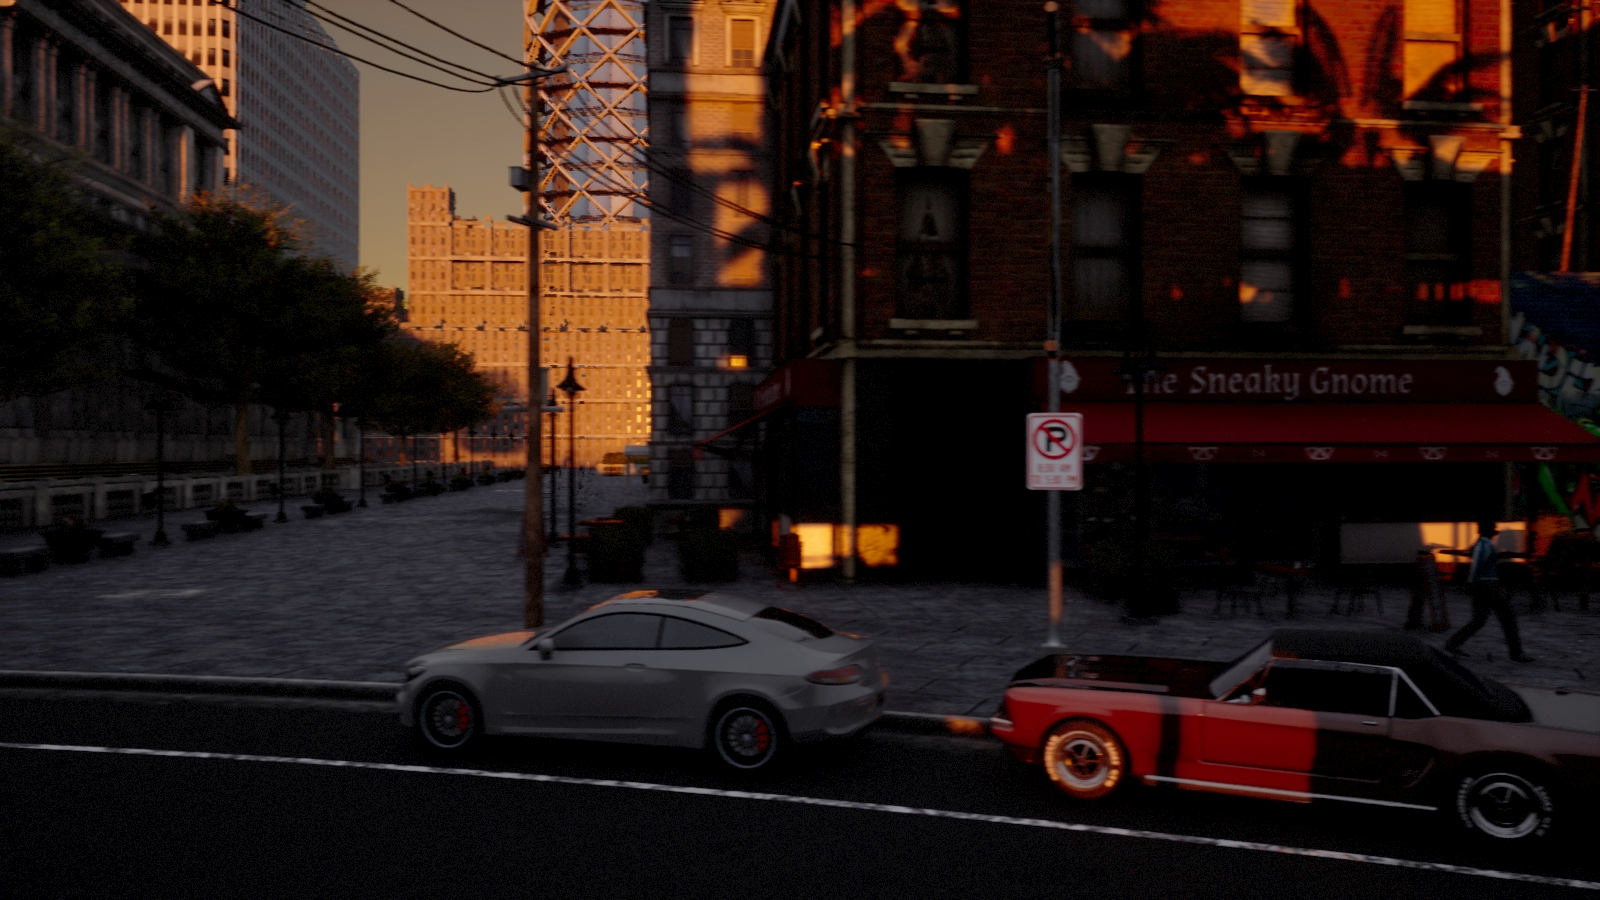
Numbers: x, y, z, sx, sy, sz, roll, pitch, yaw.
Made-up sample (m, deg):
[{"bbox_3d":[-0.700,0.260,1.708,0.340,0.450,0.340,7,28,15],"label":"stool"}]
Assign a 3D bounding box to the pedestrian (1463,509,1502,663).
[{"bbox_3d":[8.536,1.686,14.301,0.375,1.860,0.375,0,0,25],"label":"pedestrian"}]
